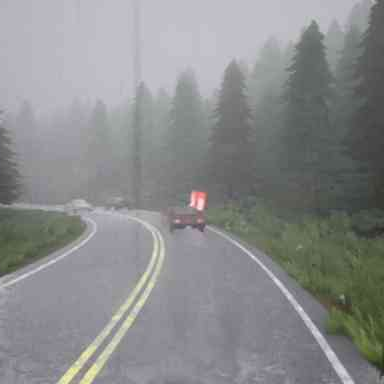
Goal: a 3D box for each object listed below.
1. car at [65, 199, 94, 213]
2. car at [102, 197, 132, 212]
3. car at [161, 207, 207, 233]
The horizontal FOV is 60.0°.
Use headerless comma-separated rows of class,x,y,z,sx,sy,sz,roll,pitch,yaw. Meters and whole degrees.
car,-12.046,1.495,35.255,1.812,1.442,4.674,-3,1,-38
car,-8.050,1.299,35.459,1.837,1.490,4.892,-3,1,-34
car,-0.623,1.465,18.815,1.895,1.301,4.718,-1,1,-12
